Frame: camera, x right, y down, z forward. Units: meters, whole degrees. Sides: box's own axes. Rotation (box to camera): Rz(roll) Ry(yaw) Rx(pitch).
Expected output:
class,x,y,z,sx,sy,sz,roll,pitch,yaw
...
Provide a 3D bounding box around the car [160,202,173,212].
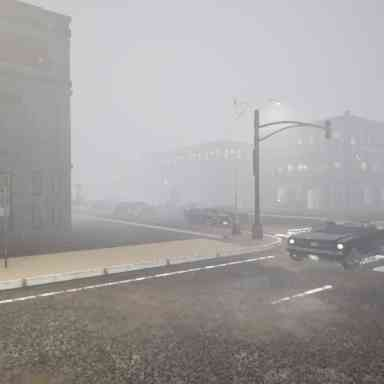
class,x,y,z,sx,sy,sz,roll,pitch,yaw
car,-3.330,1.966,45.594,1.802,1.307,4.206,-2,0,-36

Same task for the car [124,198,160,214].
class,x,y,z,sx,sy,sz,roll,pitch,yaw
car,-6.220,1.884,39.697,1.882,1.535,5.008,-1,0,-35

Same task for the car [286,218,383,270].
class,x,y,z,sx,sy,sz,roll,pitch,yaw
car,5.075,1.600,11.310,1.895,1.301,4.718,0,0,43

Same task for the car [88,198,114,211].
class,x,y,z,sx,sy,sz,roll,pitch,yaw
car,-13.594,2.073,50.105,1.812,1.442,4.674,-1,0,-35

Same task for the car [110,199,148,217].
class,x,y,z,sx,sy,sz,roll,pitch,yaw
car,-6.935,1.846,36.217,1.967,1.590,4.097,-1,0,-36

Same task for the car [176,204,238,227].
class,x,y,z,sx,sy,sz,roll,pitch,yaw
car,1.035,1.814,24.856,1.947,1.339,4.313,-2,0,-36

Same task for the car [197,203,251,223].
class,x,y,z,sx,sy,sz,roll,pitch,yaw
car,2.606,1.835,27.338,1.895,1.301,4.718,-1,0,-36

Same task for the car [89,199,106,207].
class,x,y,z,sx,sy,sz,roll,pitch,yaw
car,-19.419,2.227,68.114,1.887,1.381,4.507,-1,0,-36

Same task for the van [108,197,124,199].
class,x,y,z,sx,sy,sz,roll,pitch,yaw
van,-12.989,1.906,59.106,1.690,1.788,3.998,-1,0,-36

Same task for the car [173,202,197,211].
class,x,y,z,sx,sy,sz,roll,pitch,yaw
car,-0.114,1.903,41.091,1.802,1.307,4.206,-2,0,-36
